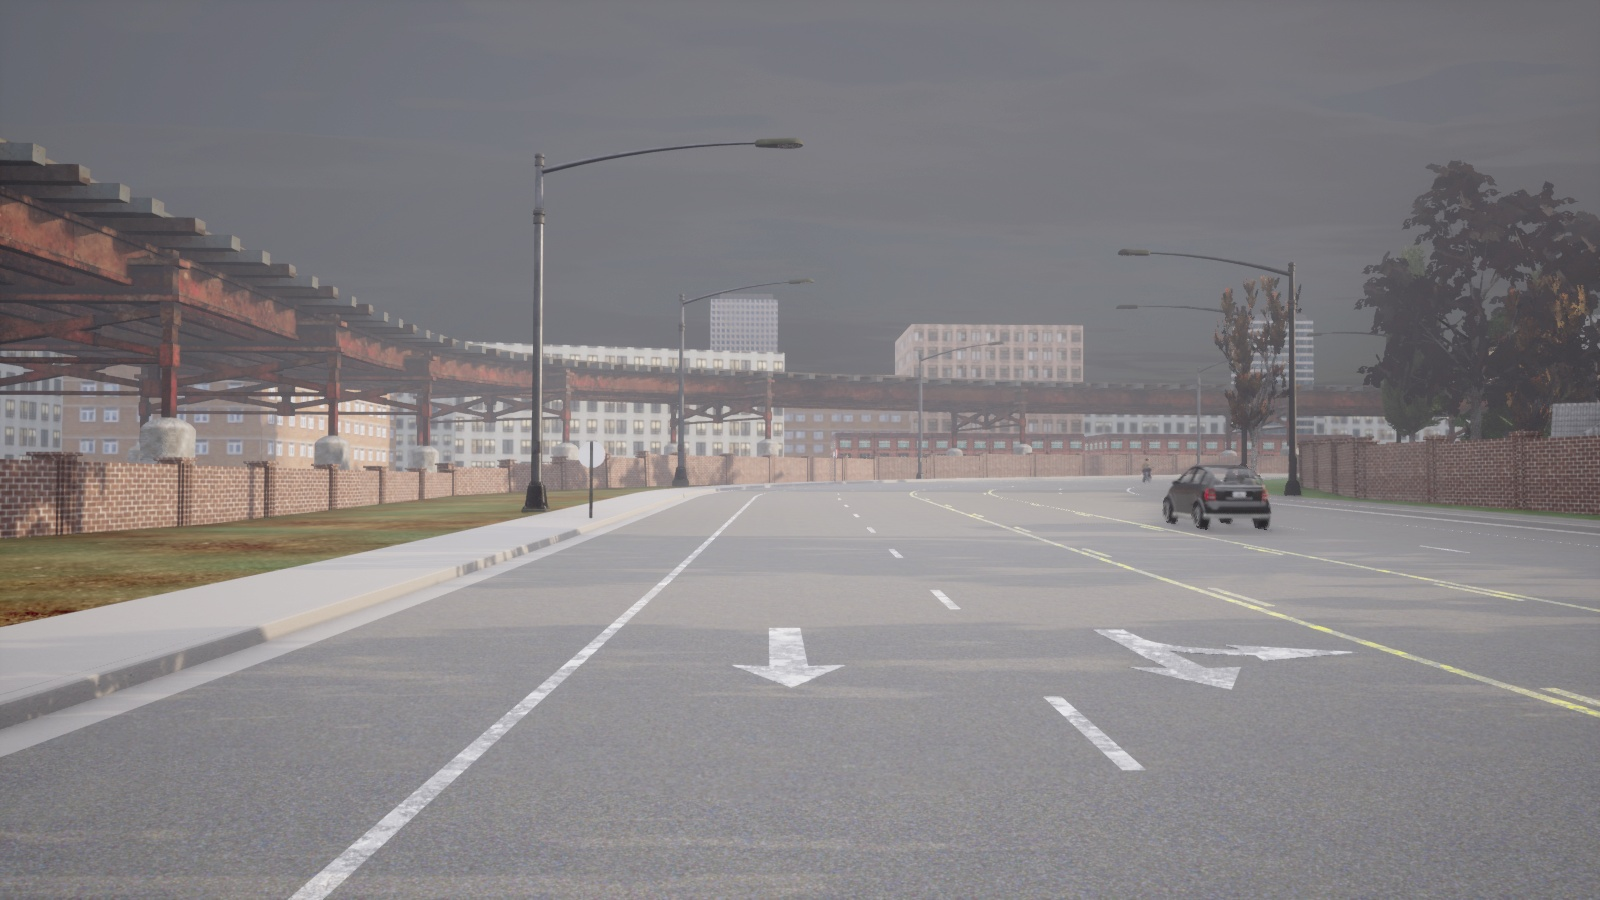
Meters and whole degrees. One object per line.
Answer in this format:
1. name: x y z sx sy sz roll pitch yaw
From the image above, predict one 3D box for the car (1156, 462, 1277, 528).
1. car: 10.418 1.081 31.681 1.789 1.549 3.705 0 0 0
